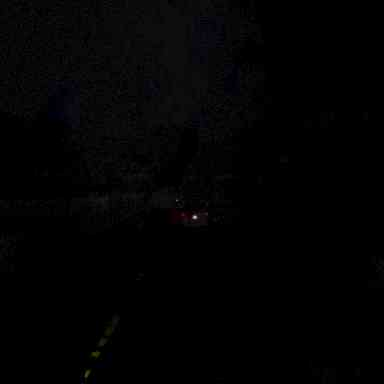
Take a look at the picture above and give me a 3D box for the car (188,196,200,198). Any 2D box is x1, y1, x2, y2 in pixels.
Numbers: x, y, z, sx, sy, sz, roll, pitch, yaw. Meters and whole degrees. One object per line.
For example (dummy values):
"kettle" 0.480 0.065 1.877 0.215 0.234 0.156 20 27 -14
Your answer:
"car" 0.223 1.143 37.067 1.994 1.385 4.181 -1 0 0

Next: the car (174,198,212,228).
"car" 0.174 1.316 20.118 1.994 1.385 4.181 -1 1 0

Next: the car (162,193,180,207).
"car" -2.604 0.943 42.504 2.097 1.767 4.553 -1 0 0
